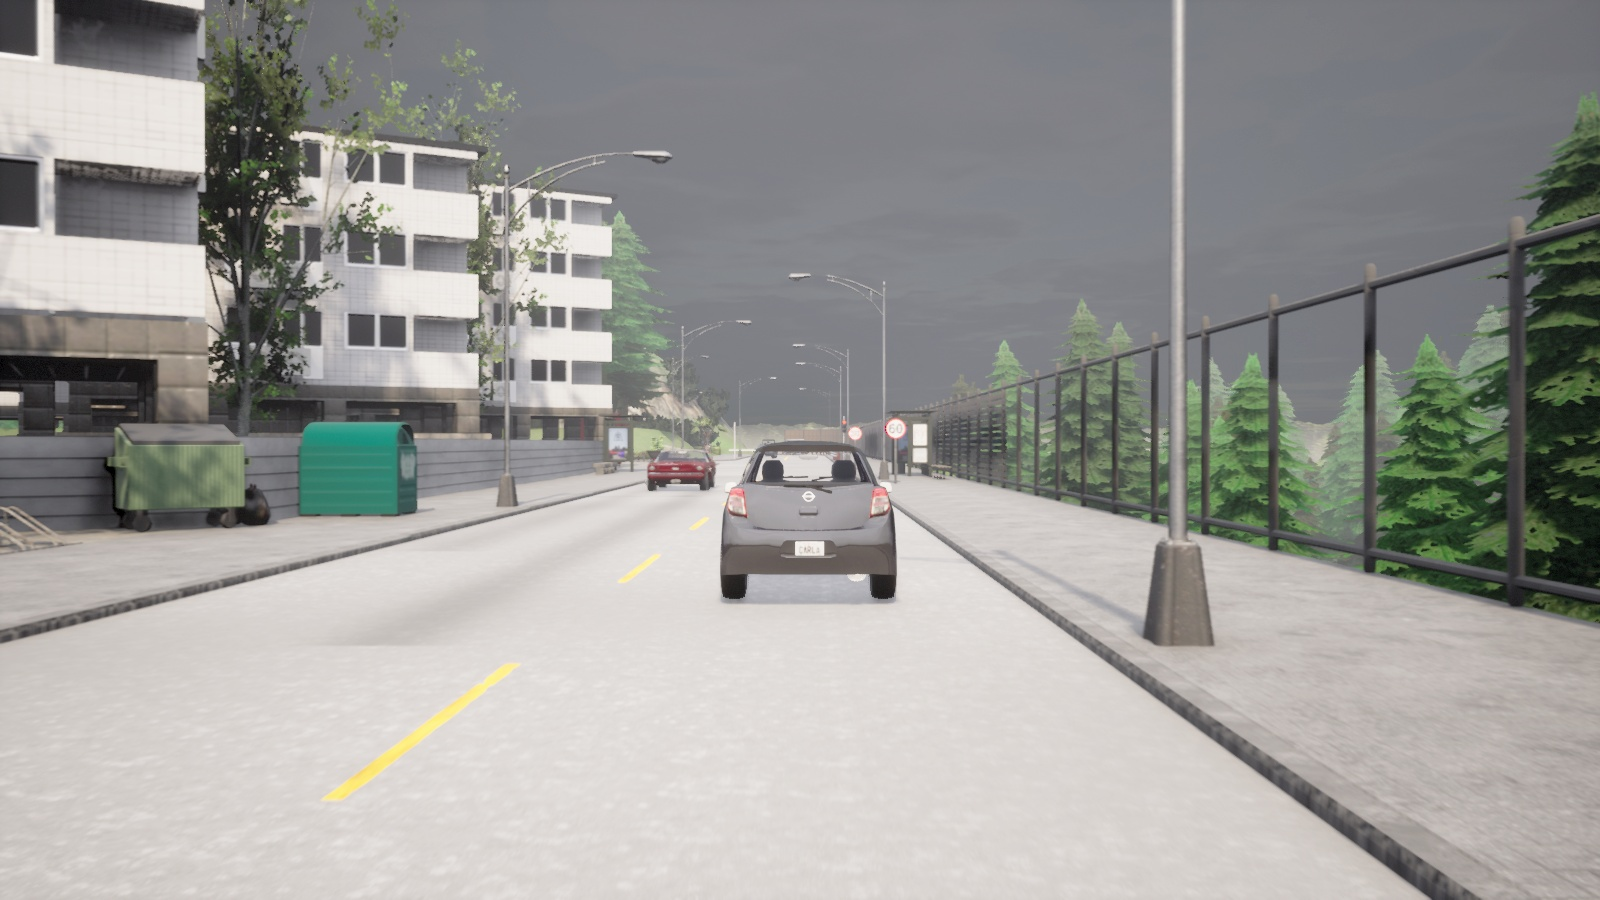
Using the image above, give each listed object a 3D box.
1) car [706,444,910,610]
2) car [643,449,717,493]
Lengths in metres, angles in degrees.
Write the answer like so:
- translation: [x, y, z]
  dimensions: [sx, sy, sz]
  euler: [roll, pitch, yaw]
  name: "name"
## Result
- translation: [0.085, 0.686, 13.191]
  dimensions: [1.845, 1.501, 3.633]
  euler: [0, 0, 0]
  name: "car"
- translation: [-3.769, 0.617, 40.174]
  dimensions: [1.895, 1.301, 4.718]
  euler: [0, 0, 0]
  name: "car"
